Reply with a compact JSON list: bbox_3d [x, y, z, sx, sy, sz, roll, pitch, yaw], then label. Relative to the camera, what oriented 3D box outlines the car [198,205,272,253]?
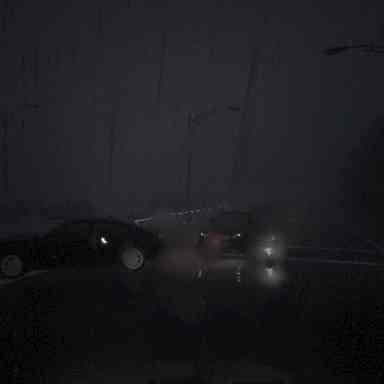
[{"bbox_3d":[1.841,1.513,13.866,1.812,1.442,4.674,0,0,25],"label":"car"}]

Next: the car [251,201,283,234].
[{"bbox_3d":[3.997,1.489,19.271,1.837,1.490,4.892,0,0,19],"label":"car"}]

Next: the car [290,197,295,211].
[{"bbox_3d":[9.852,1.542,36.510,1.994,1.385,4.181,0,0,19],"label":"car"}]

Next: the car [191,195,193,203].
[{"bbox_3d":[-2.349,1.049,44.636,3.866,1.878,1.905,0,0,19],"label":"car"}]

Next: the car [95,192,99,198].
[{"bbox_3d":[-21.736,1.293,67.996,3.806,1.475,1.970,0,0,19],"label":"car"}]

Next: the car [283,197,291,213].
[{"bbox_3d":[7.803,1.485,30.475,1.837,1.490,4.892,0,0,19],"label":"car"}]

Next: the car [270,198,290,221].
[{"bbox_3d":[5.916,1.473,24.914,2.128,1.511,4.902,0,0,19],"label":"car"}]

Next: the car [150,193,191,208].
[{"bbox_3d":[-2.892,1.071,41.752,4.605,1.855,1.932,0,0,19],"label":"car"}]

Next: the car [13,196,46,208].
[{"bbox_3d":[-21.619,1.269,44.291,3.633,1.501,1.845,0,0,19],"label":"car"}]

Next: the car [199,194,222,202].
[{"bbox_3d":[3.515,1.198,62.934,3.806,1.475,1.970,0,0,19],"label":"car"}]

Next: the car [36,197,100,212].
[{"bbox_3d":[-8.991,1.354,24.197,3.633,1.501,1.845,0,0,19],"label":"car"}]

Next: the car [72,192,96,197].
[{"bbox_3d":[-18.369,1.244,53.741,4.514,1.523,2.007,0,0,19],"label":"car"}]

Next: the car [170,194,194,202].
[{"bbox_3d":[-1.984,1.253,68.667,4.514,1.523,2.007,0,0,19],"label":"car"}]

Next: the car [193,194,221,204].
[{"bbox_3d":[1.760,1.122,56.753,5.027,1.636,2.152,0,0,19],"label":"car"}]

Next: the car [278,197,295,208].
[{"bbox_3d":[13.624,1.465,47.636,2.128,1.511,4.902,0,0,19],"label":"car"}]

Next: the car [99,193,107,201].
[{"bbox_3d":[-20.090,1.008,70.948,3.866,1.878,1.905,0,0,19],"label":"car"}]

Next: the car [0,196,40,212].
[{"bbox_3d":[-15.061,1.353,29.403,3.806,1.475,1.970,0,0,19],"label":"car"}]

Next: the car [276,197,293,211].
[{"bbox_3d":[11.734,1.481,42.063,1.837,1.490,4.892,0,0,19],"label":"car"}]

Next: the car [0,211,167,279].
[{"bbox_3d":[-3.264,1.474,9.850,5.008,1.535,1.882,0,0,-15],"label":"car"}]

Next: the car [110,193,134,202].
[{"bbox_3d":[-13.694,1.041,65.308,4.605,1.855,1.932,0,0,19],"label":"car"}]
